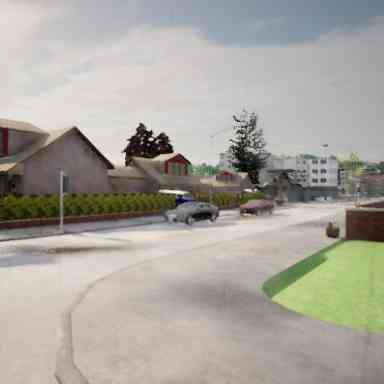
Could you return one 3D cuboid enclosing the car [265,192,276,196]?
[{"bbox_3d":[16.635,0.890,73.293,3.866,1.878,1.905,0,0,-19],"label":"car"}]

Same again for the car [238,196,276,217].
[{"bbox_3d":[6.193,1.434,31.666,1.882,1.535,5.008,0,0,36],"label":"car"}]

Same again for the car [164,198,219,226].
[{"bbox_3d":[0.076,1.448,23.131,2.128,1.511,4.902,0,0,36],"label":"car"}]
